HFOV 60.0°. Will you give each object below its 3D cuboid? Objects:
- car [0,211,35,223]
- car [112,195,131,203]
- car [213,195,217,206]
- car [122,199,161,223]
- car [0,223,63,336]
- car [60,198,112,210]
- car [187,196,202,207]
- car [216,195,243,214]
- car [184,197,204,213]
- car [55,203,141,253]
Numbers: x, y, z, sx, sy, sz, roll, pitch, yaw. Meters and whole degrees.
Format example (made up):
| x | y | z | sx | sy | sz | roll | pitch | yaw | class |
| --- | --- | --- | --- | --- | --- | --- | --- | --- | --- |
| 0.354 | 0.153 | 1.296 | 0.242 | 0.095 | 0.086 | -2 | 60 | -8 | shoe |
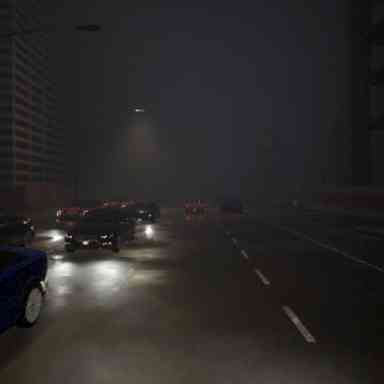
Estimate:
| x | y | z | sx | sy | sz | roll | pitch | yaw | class |
| --- | --- | --- | --- | --- | --- | --- | --- | --- | --- |
| -7.006 | 1.410 | 10.996 | 2.128 | 1.511 | 4.902 | 0 | 0 | 1 | car |
| -6.769 | 1.130 | 31.146 | 2.097 | 1.767 | 4.553 | 0 | 0 | 0 | car |
| 3.884 | 1.157 | 45.860 | 1.882 | 1.535 | 5.008 | 0 | 0 | 1 | car |
| -3.325 | 1.377 | 23.976 | 2.033 | 1.411 | 5.357 | 0 | 0 | 0 | car |
| -3.561 | 1.447 | 4.072 | 1.882 | 1.535 | 5.008 | 0 | 0 | 0 | car |
| -6.859 | 1.200 | 21.055 | 2.097 | 1.767 | 4.553 | 0 | 0 | 1 | car |
| 0.371 | 1.283 | 45.216 | 1.895 | 1.301 | 4.718 | 0 | 0 | 1 | car |
| 3.743 | 1.251 | 32.410 | 1.882 | 1.535 | 5.008 | 0 | 1 | 1 | car |
| 0.254 | 1.369 | 32.975 | 1.895 | 1.301 | 4.718 | 0 | 0 | 1 | car |
| -3.477 | 1.408 | 13.379 | 1.837 | 1.490 | 4.892 | 0 | 0 | 1 | car |
